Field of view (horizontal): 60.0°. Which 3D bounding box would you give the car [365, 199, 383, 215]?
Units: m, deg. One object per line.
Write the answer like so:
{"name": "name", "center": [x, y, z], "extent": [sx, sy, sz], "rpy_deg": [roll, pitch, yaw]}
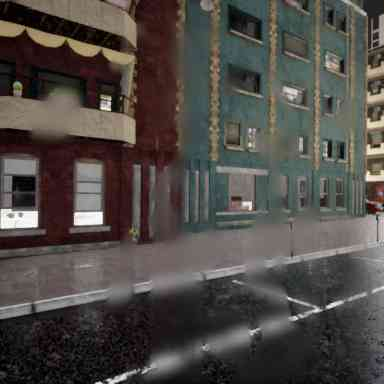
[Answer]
{"name": "car", "center": [15.690, 1.237, 32.190], "extent": [2.192, 1.841, 5.009], "rpy_deg": [1, 0, -36]}
